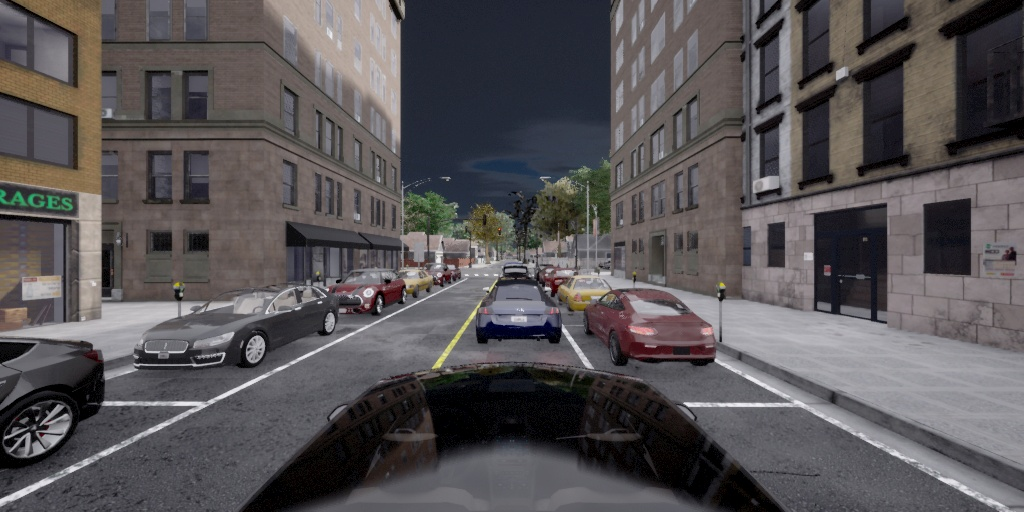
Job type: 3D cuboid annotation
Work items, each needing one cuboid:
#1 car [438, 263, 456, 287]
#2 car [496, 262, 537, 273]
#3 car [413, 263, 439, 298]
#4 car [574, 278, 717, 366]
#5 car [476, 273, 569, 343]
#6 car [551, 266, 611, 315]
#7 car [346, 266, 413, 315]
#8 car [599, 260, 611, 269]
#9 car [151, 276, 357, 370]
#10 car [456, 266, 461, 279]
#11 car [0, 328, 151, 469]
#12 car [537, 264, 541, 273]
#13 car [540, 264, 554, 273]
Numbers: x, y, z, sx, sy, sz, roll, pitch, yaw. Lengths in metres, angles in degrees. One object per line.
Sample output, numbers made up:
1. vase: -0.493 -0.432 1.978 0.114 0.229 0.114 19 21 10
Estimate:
1. car: -5.276 1.199 24.271 1.967 1.591 4.097 0 0 0
2. car: 0.186 1.261 19.636 1.837 1.490 4.892 0 0 0
3. car: -5.306 1.281 18.582 1.751 1.417 4.829 0 0 0
4. car: 2.661 1.332 7.676 1.802 1.307 4.207 0 0 0
5. car: 0.140 1.315 9.651 1.994 1.385 4.181 0 0 0
6. car: 2.691 1.278 13.364 1.751 1.417 4.829 0 0 0
7. car: -5.334 1.192 13.233 1.967 1.591 4.097 0 0 0
8. car: 14.987 1.170 49.404 4.902 1.511 2.128 0 0 0
9. car: -5.364 1.301 7.715 2.007 1.370 4.403 0 0 0
10. car: -5.247 1.344 29.790 1.802 1.307 4.207 0 0 0
11. car: -5.393 1.316 2.197 1.948 1.339 4.313 0 0 0
12. car: 2.749 1.341 24.230 1.802 1.307 4.207 0 0 0
13. car: 2.720 1.301 18.712 1.888 1.381 4.507 0 0 0
